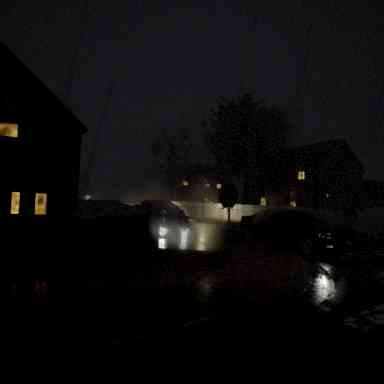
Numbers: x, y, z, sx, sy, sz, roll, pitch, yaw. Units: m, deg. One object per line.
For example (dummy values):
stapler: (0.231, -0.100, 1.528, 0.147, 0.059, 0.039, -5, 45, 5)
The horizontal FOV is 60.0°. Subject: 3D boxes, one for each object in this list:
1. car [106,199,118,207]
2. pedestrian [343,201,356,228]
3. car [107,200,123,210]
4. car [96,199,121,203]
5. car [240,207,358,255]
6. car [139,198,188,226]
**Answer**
car: (-14.488, 2.003, 60.651, 1.994, 1.385, 4.181, 3, -1, -13)
pedestrian: (8.249, 1.384, 17.495, 0.375, 1.860, 0.375, 4, -2, -36)
car: (-11.829, 1.919, 50.990, 1.994, 1.385, 4.181, 3, -1, -18)
car: (-8.018, 1.544, 33.488, 1.837, 1.490, 4.892, 3, -2, -25)
car: (3.890, 1.395, 12.915, 1.882, 1.535, 5.008, 3, -2, -28)
car: (-2.071, 1.314, 22.689, 2.097, 1.767, 4.553, 3, -2, -31)
